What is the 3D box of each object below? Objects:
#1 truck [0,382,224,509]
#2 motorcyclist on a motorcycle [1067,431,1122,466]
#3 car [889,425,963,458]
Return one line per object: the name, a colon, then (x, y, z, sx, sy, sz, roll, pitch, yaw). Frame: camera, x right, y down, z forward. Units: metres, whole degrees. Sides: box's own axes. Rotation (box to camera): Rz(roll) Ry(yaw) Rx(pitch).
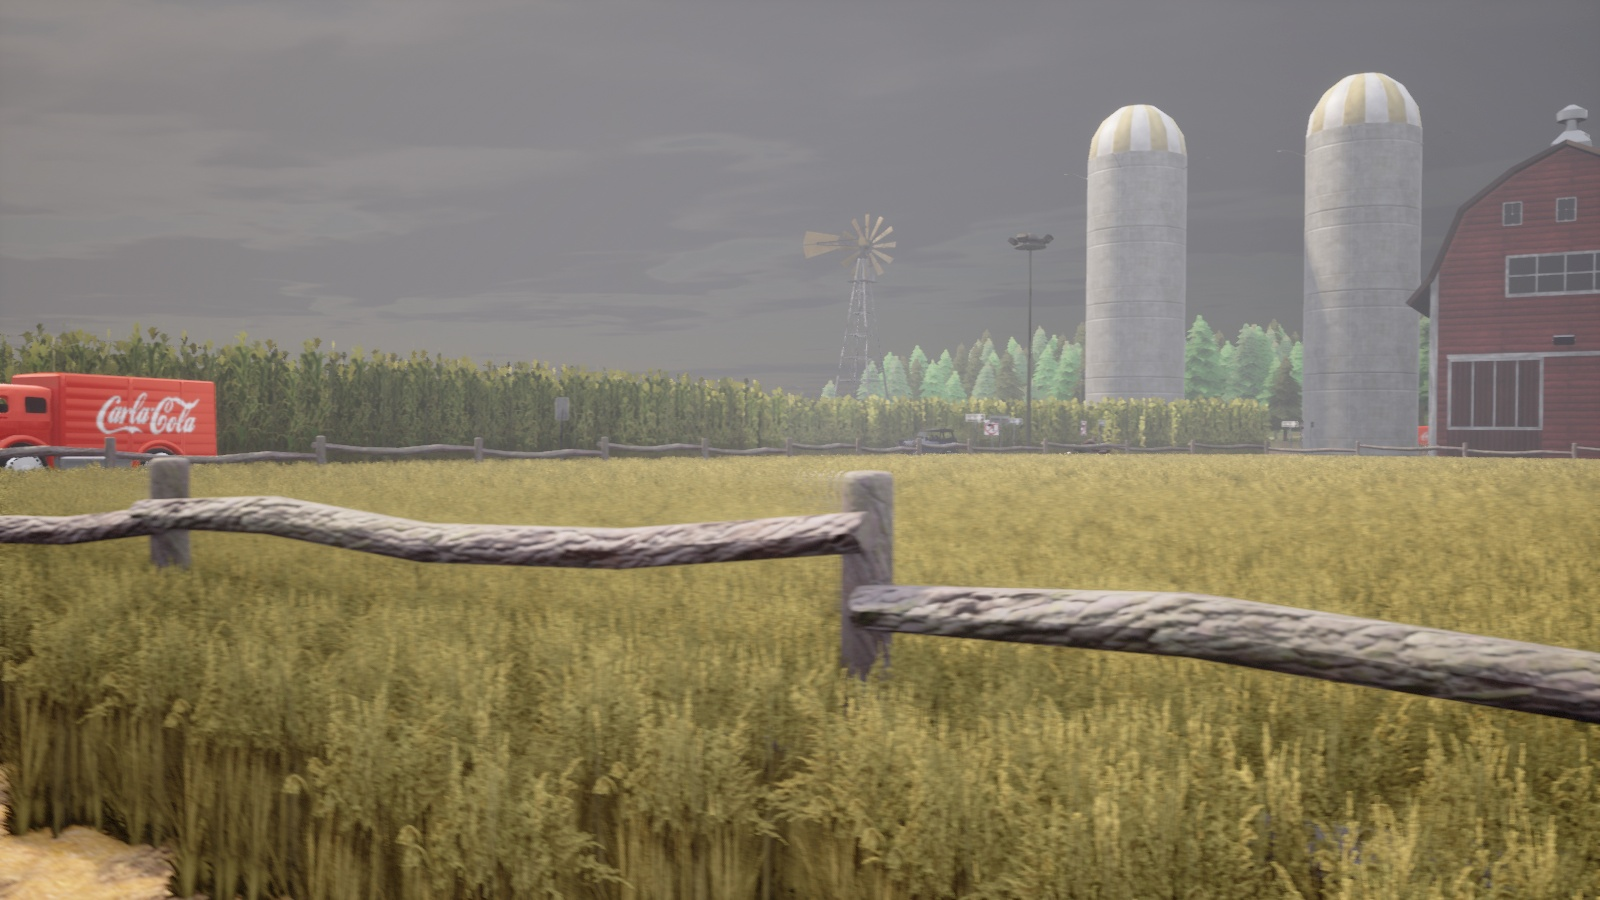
truck: (-15.507, -0.096, 26.830, 2.627, 2.467, 5.204, 0, 0, 34)
motorcyclist on a motorcycle: (12.944, -0.071, 55.293, 2.191, 1.530, 0.866, -1, 0, -14)
car: (7.439, -0.499, 74.263, 3.866, 1.878, 1.905, -1, 1, -19)
